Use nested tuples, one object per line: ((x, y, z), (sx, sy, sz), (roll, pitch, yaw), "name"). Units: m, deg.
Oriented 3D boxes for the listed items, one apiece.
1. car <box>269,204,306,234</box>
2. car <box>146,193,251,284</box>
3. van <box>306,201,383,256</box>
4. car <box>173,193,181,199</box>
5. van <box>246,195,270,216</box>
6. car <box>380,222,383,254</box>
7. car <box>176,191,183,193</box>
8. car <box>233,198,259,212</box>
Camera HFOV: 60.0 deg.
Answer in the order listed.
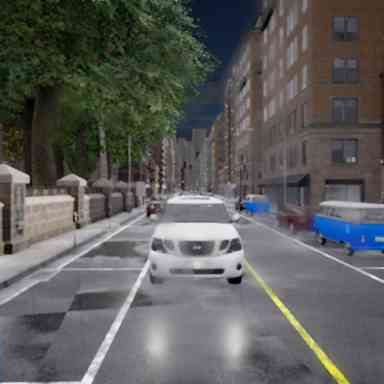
((5.889, 1.438, 18.184), (1.887, 1.381, 4.507), (0, 0, -1), "car")
((0.075, 1.162, 9.752), (2.150, 2.045, 5.566), (0, 0, -1), "car")
((5.982, 1.270, 12.523), (1.690, 1.788, 3.998), (0, 0, -1), "van")
((-3.723, 0.980, 83.904), (1.887, 1.381, 4.507), (0, 0, -1), "car")
((5.702, 1.161, 29.502), (1.690, 1.788, 3.998), (0, 0, -1), "van")
((6.076, 1.545, 6.865), (1.802, 1.307, 4.206), (0, 0, -1), "car")
((-3.540, 1.034, 72.834), (1.752, 1.417, 4.829), (0, 0, -1), "car")
((5.609, 1.348, 35.163), (1.947, 1.339, 4.313), (0, 0, -1), "car")
